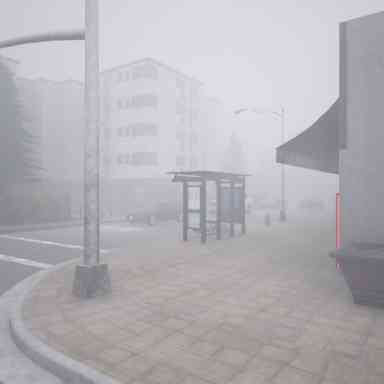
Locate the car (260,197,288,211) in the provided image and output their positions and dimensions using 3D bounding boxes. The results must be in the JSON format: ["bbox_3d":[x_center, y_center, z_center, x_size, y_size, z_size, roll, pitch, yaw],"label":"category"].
[{"bbox_3d":[9.532,1.301,38.548,1.882,1.535,5.008,0,0,36],"label":"car"}]

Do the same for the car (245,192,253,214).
[{"bbox_3d":[3.592,1.045,30.331,2.150,2.045,5.566,0,0,36],"label":"car"}]

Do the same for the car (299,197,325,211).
[{"bbox_3d":[13.763,1.329,38.179,1.837,1.490,4.892,0,0,36],"label":"car"}]

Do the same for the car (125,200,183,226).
[{"bbox_3d":[-2.290,1.328,22.146,1.837,1.490,4.892,0,0,36],"label":"car"}]
